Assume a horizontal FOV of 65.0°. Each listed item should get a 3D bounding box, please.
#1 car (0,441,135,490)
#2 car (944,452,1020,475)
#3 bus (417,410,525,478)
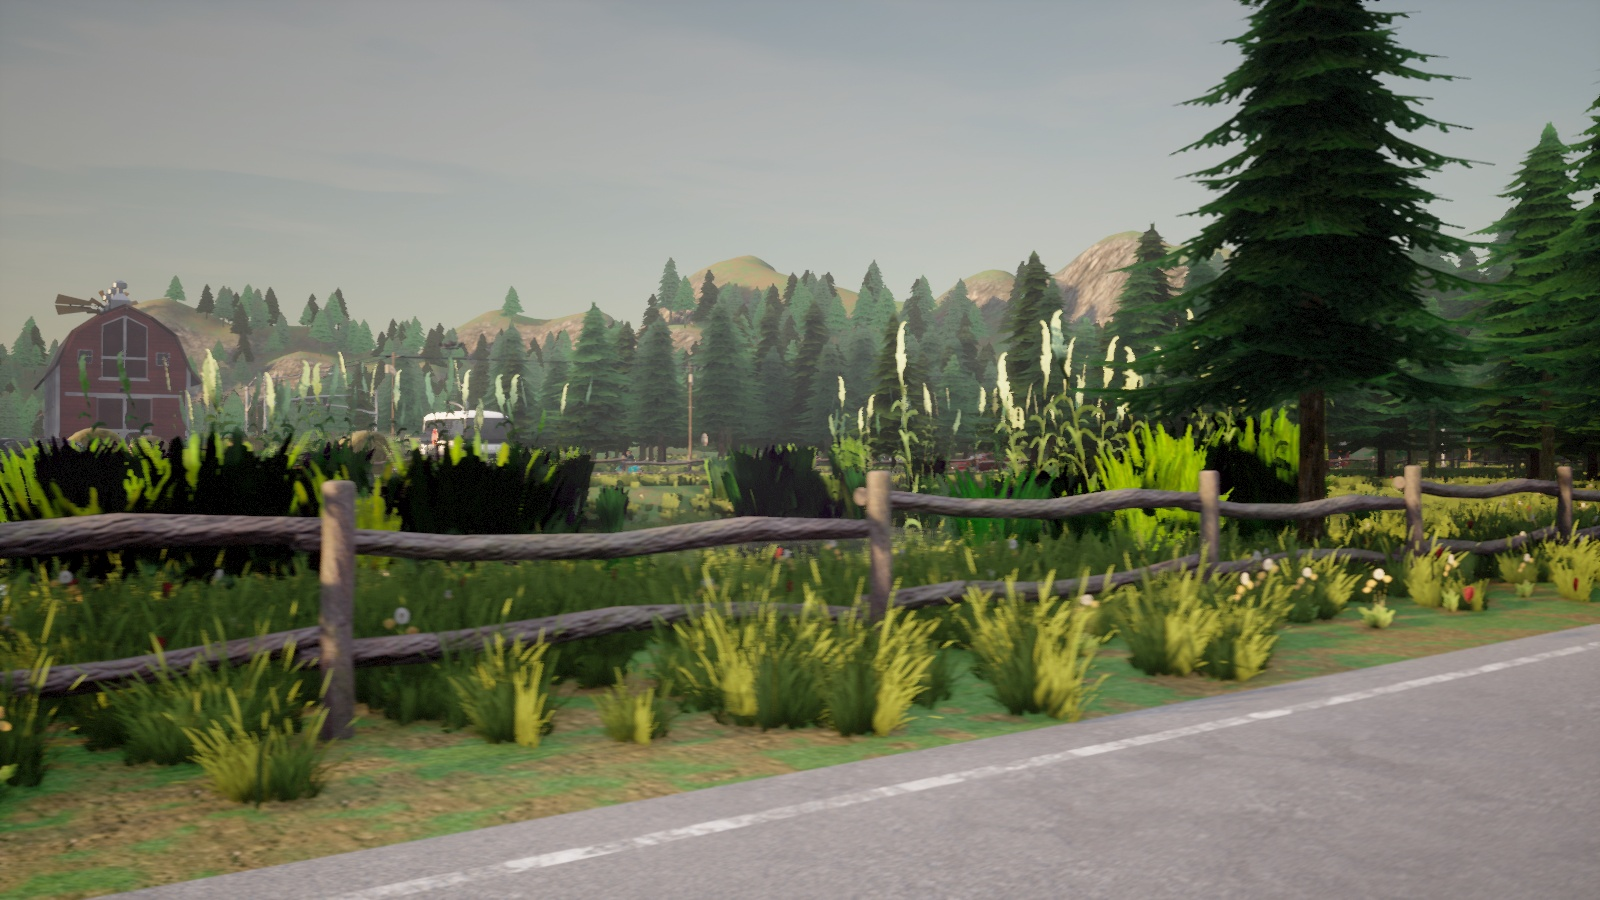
[{"bbox_3d":[-32.014,0.642,54.400,5.566,2.045,2.150,0,0,-30],"label":"car"},{"bbox_3d":[12.167,0.883,84.002,5.008,1.535,1.882,0,0,-32],"label":"car"},{"bbox_3d":[-21.958,-0.366,83.336,3.944,4.253,10.273,0,0,-33],"label":"bus"}]
